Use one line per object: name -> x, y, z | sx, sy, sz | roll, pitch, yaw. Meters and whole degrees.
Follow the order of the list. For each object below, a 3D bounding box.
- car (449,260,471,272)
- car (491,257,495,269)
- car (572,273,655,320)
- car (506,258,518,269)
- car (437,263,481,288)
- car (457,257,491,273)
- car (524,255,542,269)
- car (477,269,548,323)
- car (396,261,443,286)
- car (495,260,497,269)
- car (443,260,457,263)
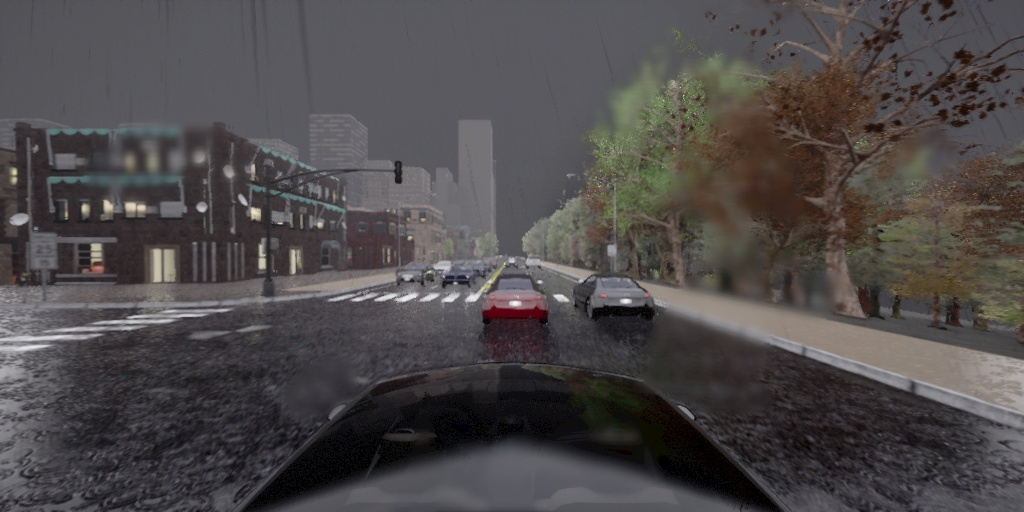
car -> -6.559, 1.206, 45.667 | 2.033, 1.411, 5.357 | 0, 0, 0
car -> -3.327, 1.170, 42.568 | 1.837, 1.490, 4.892 | 0, 0, 0
car -> 3.346, 1.293, 12.526 | 1.994, 1.385, 4.181 | 0, 0, 0
car -> -0.003, 1.241, 54.643 | 1.895, 1.301, 4.718 | 0, 0, 0
car -> -3.352, 1.306, 23.514 | 1.895, 1.301, 4.718 | 0, 0, 0
car -> -3.347, 1.038, 32.587 | 2.097, 1.767, 4.553 | 0, 0, 0
car -> 3.247, 0.862, 54.225 | 2.150, 2.045, 5.566 | 0, 0, 0
car -> 0.096, 1.294, 12.034 | 1.994, 1.385, 4.181 | 0, 0, 0
car -> -6.599, 1.193, 25.094 | 2.128, 1.511, 4.902 | 0, 0, 0
car -> -3.251, 0.995, 52.786 | 2.097, 1.767, 4.553 | 0, 0, 0
car -> -6.595, 1.206, 35.269 | 1.812, 1.442, 4.674 | 0, 0, 0
